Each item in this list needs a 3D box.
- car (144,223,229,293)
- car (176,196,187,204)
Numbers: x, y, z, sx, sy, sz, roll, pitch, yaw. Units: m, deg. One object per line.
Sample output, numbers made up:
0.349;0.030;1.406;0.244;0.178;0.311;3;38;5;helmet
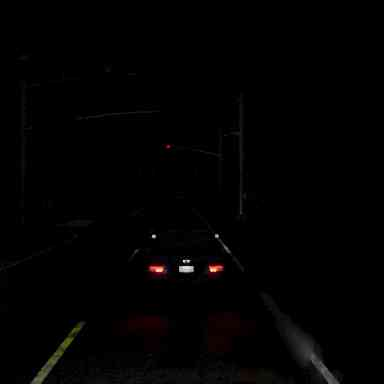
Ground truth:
-0.175;1.547;8.984;2.033;1.411;5.357;0;0;-1;car
-1.980;1.526;63.454;1.812;1.442;4.674;0;0;-2;car
